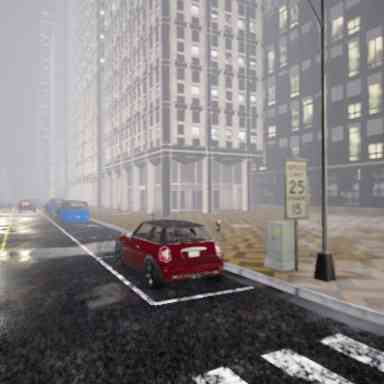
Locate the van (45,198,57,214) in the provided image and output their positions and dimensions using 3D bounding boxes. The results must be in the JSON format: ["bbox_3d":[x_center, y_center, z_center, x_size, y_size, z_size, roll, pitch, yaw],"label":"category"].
[{"bbox_3d":[-13.906,1.554,34.521,1.690,1.788,3.998,0,0,-28],"label":"van"}]

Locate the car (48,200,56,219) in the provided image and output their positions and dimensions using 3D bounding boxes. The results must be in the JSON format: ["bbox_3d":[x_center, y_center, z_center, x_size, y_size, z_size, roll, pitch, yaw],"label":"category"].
[{"bbox_3d":[-11.294,1.728,29.511,2.008,1.369,4.403,0,0,-28],"label":"car"}]

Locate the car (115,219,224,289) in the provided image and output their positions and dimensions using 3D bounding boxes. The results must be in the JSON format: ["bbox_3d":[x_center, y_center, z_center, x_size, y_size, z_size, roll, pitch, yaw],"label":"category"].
[{"bbox_3d":[-0.849,1.480,9.477,1.967,1.590,4.097,0,0,-28],"label":"car"}]

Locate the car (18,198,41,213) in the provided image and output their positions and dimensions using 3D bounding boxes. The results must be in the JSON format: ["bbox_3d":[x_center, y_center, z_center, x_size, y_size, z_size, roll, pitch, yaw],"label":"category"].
[{"bbox_3d":[-20.772,1.775,42.084,2.128,1.511,4.902,0,0,-27],"label":"car"}]

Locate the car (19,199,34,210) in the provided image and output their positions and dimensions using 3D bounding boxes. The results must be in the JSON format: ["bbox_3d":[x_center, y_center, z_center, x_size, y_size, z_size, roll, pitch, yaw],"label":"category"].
[{"bbox_3d":[-25.415,1.827,50.988,1.882,1.535,5.008,0,0,-27],"label":"car"}]

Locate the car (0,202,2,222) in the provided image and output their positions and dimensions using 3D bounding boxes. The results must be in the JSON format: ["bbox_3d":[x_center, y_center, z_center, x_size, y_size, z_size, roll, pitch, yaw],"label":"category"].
[{"bbox_3d":[-15.433,1.707,24.941,1.812,1.442,4.674,0,0,-27],"label":"car"}]

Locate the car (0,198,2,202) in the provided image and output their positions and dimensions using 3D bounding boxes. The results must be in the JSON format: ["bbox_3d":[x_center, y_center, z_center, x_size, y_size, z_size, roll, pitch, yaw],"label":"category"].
[{"bbox_3d":[-44.761,2.100,75.572,1.752,1.417,4.829,0,0,-28],"label":"car"}]

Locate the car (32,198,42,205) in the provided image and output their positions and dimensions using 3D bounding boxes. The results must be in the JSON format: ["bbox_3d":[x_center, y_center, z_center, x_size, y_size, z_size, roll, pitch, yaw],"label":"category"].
[{"bbox_3d":[-34.797,2.094,74.588,1.802,1.307,4.206,0,0,-28],"label":"car"}]

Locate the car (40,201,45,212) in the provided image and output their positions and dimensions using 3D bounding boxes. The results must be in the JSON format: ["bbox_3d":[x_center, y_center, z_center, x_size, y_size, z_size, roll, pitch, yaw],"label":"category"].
[{"bbox_3d":[-16.517,1.815,39.528,1.947,1.339,4.313,0,0,-28],"label":"car"}]

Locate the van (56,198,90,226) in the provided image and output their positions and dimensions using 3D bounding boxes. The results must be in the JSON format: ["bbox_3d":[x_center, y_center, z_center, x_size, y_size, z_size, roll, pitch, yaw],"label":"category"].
[{"bbox_3d":[-8.684,1.484,24.503,1.690,1.788,3.998,0,0,-28],"label":"van"}]

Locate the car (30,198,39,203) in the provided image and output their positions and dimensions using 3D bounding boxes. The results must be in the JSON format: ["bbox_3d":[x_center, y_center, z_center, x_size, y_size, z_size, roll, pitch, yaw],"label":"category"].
[{"bbox_3d":[-40.019,2.158,84.605,1.947,1.339,4.313,0,0,-28],"label":"car"}]
